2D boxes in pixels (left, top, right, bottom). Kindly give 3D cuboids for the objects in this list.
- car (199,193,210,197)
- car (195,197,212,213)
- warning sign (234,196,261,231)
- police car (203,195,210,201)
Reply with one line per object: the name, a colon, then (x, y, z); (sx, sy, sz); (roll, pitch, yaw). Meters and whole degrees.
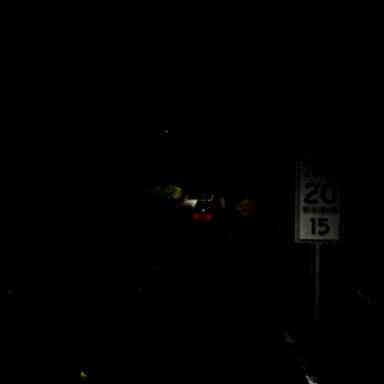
car: (1.717, 1.348, 49.316); (2.097, 1.767, 4.553); (1, 0, 3)
car: (1.287, 1.587, 36.641); (1.895, 1.301, 4.718); (1, 0, 3)
warning sign: (3.047, 1.139, 18.398); (1.300, 1.860, 1.060); (1, 0, 2)
police car: (4.054, 1.556, 93.517); (1.930, 1.638, 5.238); (1, 0, 2)
